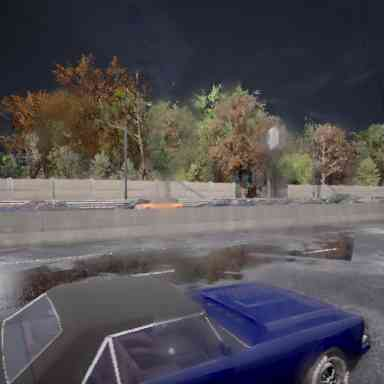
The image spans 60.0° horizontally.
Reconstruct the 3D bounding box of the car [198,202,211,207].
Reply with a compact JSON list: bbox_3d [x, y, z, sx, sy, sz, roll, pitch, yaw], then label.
[{"bbox_3d":[3.222,1.548,38.156,5.357,1.411,2.033,0,0,-30],"label":"car"}]

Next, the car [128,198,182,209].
[{"bbox_3d":[-3.112,1.352,30.391,4.553,1.767,2.097,0,0,-30],"label":"car"}]

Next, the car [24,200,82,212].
[{"bbox_3d":[-11.098,1.492,25.722,4.902,1.511,2.128,0,0,-30],"label":"car"}]

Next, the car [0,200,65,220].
[{"bbox_3d":[-13.590,1.478,28.322,5.008,1.535,1.882,0,0,-30],"label":"car"}]

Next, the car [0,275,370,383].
[{"bbox_3d":[-0.361,1.600,3.388,4.718,1.301,1.895,0,0,-30],"label":"car"}]

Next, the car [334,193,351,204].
[{"bbox_3d":[22.007,1.358,45.076,4.553,1.767,2.097,0,0,-30],"label":"car"}]

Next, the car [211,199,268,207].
[{"bbox_3d":[5.080,1.548,35.182,5.357,1.411,2.033,0,0,-31],"label":"car"}]

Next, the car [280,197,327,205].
[{"bbox_3d":[13.487,1.493,40.096,4.902,1.511,2.128,0,0,-30],"label":"car"}]

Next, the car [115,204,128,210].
[{"bbox_3d":[-5.216,1.505,33.212,4.892,1.490,1.837,0,0,-30],"label":"car"}]

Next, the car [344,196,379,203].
[{"bbox_3d":[21.024,1.530,40.435,4.674,1.442,1.812,0,0,-30],"label":"car"}]

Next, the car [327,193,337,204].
[{"bbox_3d":[21.033,1.229,48.557,5.566,2.045,2.150,0,0,-30],"label":"car"}]

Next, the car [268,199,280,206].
[{"bbox_3d":[12.106,1.550,43.341,5.357,1.411,2.033,0,0,-30],"label":"car"}]

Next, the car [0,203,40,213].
[{"bbox_3d":[-10.879,1.526,17.747,4.674,1.442,1.812,0,0,-30],"label":"car"}]
